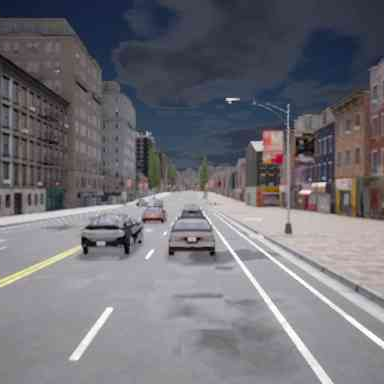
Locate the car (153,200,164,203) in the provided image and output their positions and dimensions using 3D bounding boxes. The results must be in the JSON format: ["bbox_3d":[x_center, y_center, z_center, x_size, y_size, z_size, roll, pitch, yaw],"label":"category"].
[{"bbox_3d":[-6.524,2.317,65.181,1.837,1.490,4.892,0,0,1],"label":"car"}]

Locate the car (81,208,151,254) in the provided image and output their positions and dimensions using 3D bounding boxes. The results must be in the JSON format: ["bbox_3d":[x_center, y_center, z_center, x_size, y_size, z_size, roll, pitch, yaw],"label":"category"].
[{"bbox_3d":[-3.248,1.659,14.294,2.128,1.511,4.902,0,-1,0],"label":"car"}]

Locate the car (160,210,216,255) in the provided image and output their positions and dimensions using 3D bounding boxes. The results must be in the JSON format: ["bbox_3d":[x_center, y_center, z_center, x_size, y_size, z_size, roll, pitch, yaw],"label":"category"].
[{"bbox_3d":[-0.001,1.709,13.983,2.033,1.411,5.357,0,-1,0],"label":"car"}]

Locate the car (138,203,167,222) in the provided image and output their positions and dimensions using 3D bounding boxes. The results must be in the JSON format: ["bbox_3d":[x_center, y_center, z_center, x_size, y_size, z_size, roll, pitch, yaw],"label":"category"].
[{"bbox_3d":[-3.248,1.951,29.296,1.994,1.385,4.181,0,-1,0],"label":"car"}]

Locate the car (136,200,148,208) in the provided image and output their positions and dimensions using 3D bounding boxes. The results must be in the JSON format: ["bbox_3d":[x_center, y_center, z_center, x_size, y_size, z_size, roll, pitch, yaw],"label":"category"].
[{"bbox_3d":[-9.774,2.317,65.180,1.837,1.490,4.892,0,0,1],"label":"car"}]

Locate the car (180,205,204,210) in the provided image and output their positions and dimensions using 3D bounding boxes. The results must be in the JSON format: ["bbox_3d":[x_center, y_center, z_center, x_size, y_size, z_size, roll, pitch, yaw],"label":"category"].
[{"bbox_3d":[0.001,1.895,29.310,1.837,1.490,4.892,0,0,0],"label":"car"}]
